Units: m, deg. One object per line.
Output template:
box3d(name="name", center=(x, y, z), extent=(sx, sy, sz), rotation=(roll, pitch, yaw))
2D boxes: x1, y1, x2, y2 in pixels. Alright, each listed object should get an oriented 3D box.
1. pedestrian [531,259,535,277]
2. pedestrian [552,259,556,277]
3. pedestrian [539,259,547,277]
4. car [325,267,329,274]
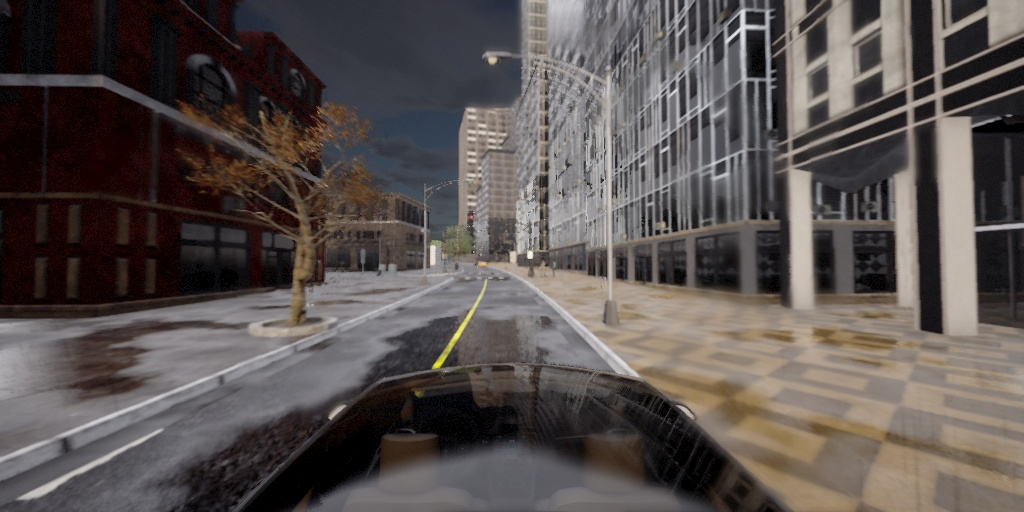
box3d(name="pedestrian", center=(2.061, 1.211, 37.390), extent=(0.375, 1.860, 0.375), rotation=(1, -2, -4))
box3d(name="pedestrian", center=(4.290, 1.221, 36.939), extent=(0.375, 1.860, 0.375), rotation=(1, -2, -4))
box3d(name="pedestrian", center=(3.157, 1.203, 36.261), extent=(0.375, 1.860, 0.375), rotation=(1, -2, -4))
box3d(name="car", center=(-25.873, 1.813, 45.997), extent=(4.403, 1.370, 2.007), rotation=(0, 0, 6))
